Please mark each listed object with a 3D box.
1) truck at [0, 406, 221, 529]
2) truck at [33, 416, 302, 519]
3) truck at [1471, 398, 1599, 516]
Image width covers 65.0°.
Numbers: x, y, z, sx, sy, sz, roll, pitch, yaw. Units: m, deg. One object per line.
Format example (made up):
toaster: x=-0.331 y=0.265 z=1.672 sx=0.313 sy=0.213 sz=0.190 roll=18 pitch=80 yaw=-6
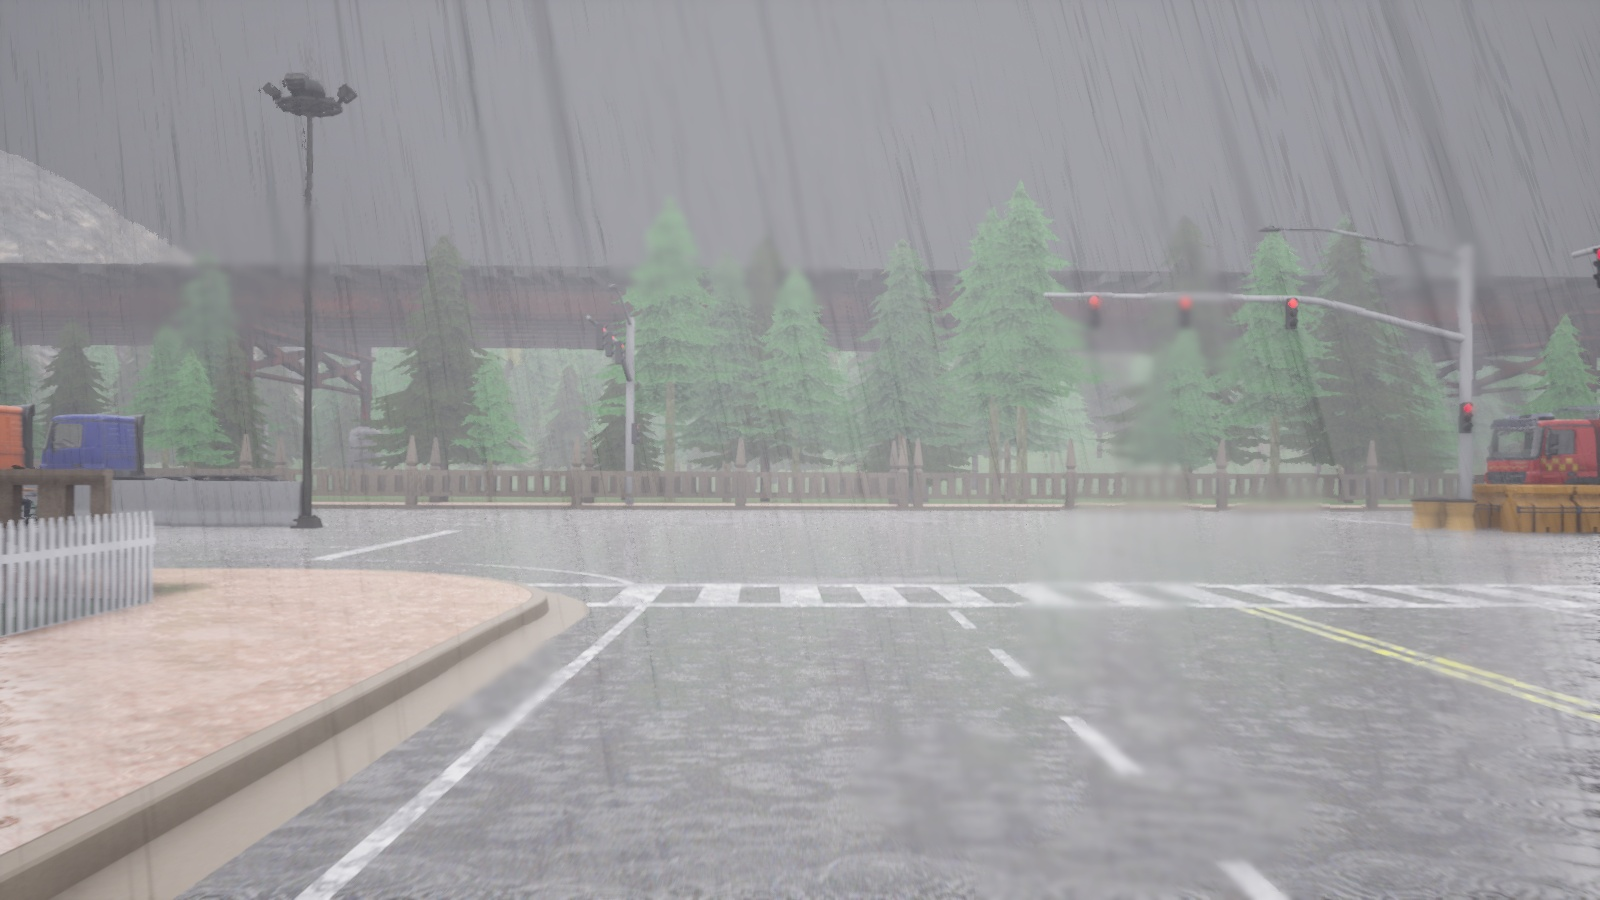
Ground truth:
truck: x=-21.779 y=0.512 z=37.140 sx=7.936 sy=3.462 sz=2.891 roll=0 pitch=-1 yaw=-2
truck: x=-22.063 y=0.630 z=44.132 sx=7.936 sy=3.462 sz=2.891 roll=0 pitch=-1 yaw=-2
truck: x=27.599 y=0.249 z=42.296 sx=8.468 sy=3.827 sz=2.891 roll=0 pitch=-1 yaw=-2
